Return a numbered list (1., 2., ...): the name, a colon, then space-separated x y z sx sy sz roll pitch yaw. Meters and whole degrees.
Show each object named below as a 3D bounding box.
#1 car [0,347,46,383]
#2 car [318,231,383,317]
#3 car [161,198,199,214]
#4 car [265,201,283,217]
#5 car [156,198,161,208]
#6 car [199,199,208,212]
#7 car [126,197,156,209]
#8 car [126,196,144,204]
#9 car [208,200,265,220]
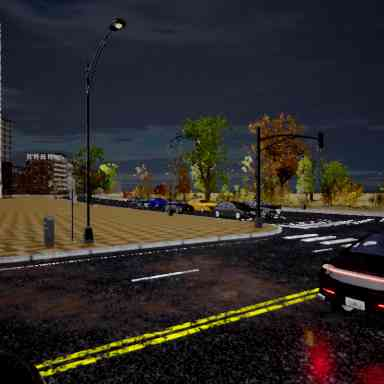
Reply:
1. car: -3.089 1.491 1.206 4.902 1.511 2.128 0 0 -35
2. car: 4.496 1.494 6.448 4.902 1.511 2.128 0 0 -34
3. car: -1.431 1.655 37.669 1.994 1.385 4.181 0 0 -32
4. car: 6.329 1.549 31.295 2.128 1.511 4.902 0 0 -32
5. car: -5.149 1.585 50.119 1.882 1.535 5.008 0 0 -31
6. car: 1.100 1.559 39.764 1.882 1.535 5.008 0 0 -31
7. car: -7.512 1.608 47.724 2.128 1.511 4.902 0 0 -31
8. car: -11.953 1.675 68.862 2.033 1.411 5.357 0 0 -29
9. car: 3.782 1.572 29.236 1.837 1.490 4.892 0 0 -32
